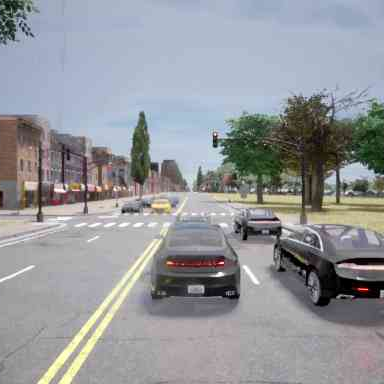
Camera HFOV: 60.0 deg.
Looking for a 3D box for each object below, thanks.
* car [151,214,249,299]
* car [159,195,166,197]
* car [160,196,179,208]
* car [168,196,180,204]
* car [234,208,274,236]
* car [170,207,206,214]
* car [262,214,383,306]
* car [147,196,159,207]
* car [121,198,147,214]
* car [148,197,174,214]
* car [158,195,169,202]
[{"bbox_3d":[0.078,1.531,8.466,1.837,1.490,4.892,0,0,0],"label":"car"},{"bbox_3d":[-6.585,1.456,62.301,2.128,1.511,4.902,0,0,0],"label":"car"},{"bbox_3d":[-3.364,1.640,49.200,1.994,1.385,4.181,0,0,0],"label":"car"},{"bbox_3d":[-3.335,1.508,62.712,2.033,1.411,5.357,0,0,0],"label":"car"},{"bbox_3d":[3.290,1.577,17.236,2.128,1.511,4.902,0,0,0],"label":"car"},{"bbox_3d":[0.045,1.689,17.771,1.895,1.301,4.718,0,0,0],"label":"car"},{"bbox_3d":[3.327,1.515,8.026,2.128,1.511,4.902,0,0,0],"label":"car"},{"bbox_3d":[-6.617,1.619,49.834,2.033,1.411,5.357,0,0,0],"label":"car"},{"bbox_3d":[-6.615,1.696,37.227,1.994,1.385,4.181,0,0,0],"label":"car"},{"bbox_3d":[-3.370,1.611,36.799,1.882,1.535,5.008,0,0,0],"label":"car"},{"bbox_3d":[-6.531,1.371,75.975,2.033,1.411,5.357,0,0,0],"label":"car"}]
